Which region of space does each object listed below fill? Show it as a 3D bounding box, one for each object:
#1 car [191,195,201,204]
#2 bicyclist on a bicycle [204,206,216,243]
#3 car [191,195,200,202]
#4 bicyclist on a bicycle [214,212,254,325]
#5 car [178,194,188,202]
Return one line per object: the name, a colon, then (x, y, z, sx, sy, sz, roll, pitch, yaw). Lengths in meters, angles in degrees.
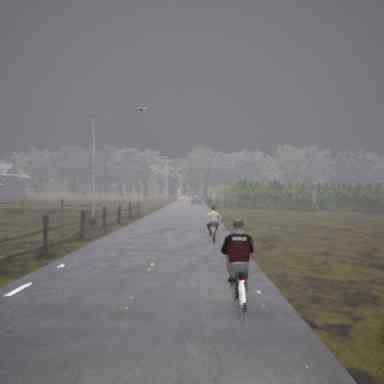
car: (0.758, 1.440, 60.800, 2.128, 1.511, 4.902, 0, 0, 1)
bicyclist on a bicycle: (0.954, 1.434, 14.926, 0.866, 1.612, 1.509, 0, 0, 0)
car: (0.796, 1.432, 73.749, 1.837, 1.490, 4.892, 0, 0, 1)
bicyclist on a bicycle: (0.839, 1.368, 6.213, 0.659, 1.776, 1.843, 0, 0, 1)
car: (-1.965, 1.299, 72.748, 2.097, 1.767, 4.553, 0, 0, 1)
